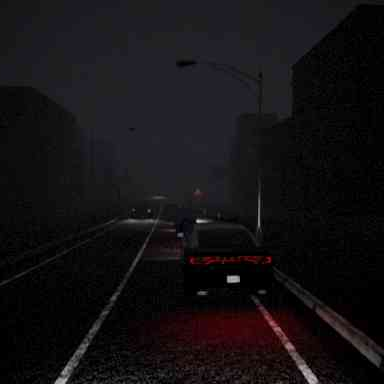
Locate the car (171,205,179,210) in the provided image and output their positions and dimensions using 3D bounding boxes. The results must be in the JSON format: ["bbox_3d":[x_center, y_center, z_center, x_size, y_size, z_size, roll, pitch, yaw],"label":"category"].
[{"bbox_3d":[-0.424,1.901,24.797,1.812,1.442,4.674,0,-1,-4],"label":"car"}]

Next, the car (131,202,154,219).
[{"bbox_3d":[-5.184,1.886,35.160,2.097,1.767,4.553,0,0,-4],"label":"car"}]

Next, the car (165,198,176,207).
[{"bbox_3d":[-3.792,1.786,59.156,1.895,1.301,4.718,0,2,-4],"label":"car"}]

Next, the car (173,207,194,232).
[{"bbox_3d":[0.006,1.750,18.802,1.812,1.442,4.674,0,-1,-4],"label":"car"}]

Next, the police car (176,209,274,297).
[{"bbox_3d":[0.650,1.470,8.857,1.930,1.638,5.238,0,-1,-3],"label":"police car"}]

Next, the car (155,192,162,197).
[{"bbox_3d":[-9.103,0.638,91.219,1.895,1.301,4.718,0,1,-4],"label":"car"}]

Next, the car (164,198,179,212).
[{"bbox_3d":[-2.793,1.946,45.402,2.128,1.511,4.902,0,-1,-4],"label":"car"}]
